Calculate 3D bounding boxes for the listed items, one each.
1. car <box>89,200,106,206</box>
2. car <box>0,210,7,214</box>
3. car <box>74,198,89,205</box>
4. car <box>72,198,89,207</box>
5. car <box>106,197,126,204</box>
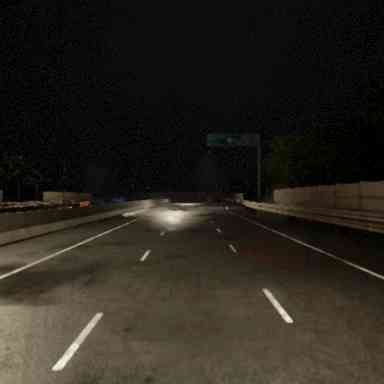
[{"bbox_3d":[-17.520,2.307,63.286,1.994,1.385,4.181,0,-1,0],"label":"car"},{"bbox_3d":[-14.103,1.783,22.224,1.812,1.442,4.674,0,-1,0],"label":"car"},{"bbox_3d":[-23.877,2.089,71.766,1.994,1.385,4.181,0,-1,-3],"label":"car"},{"bbox_3d":[-21.017,2.095,63.212,2.097,1.767,4.553,0,-1,0],"label":"car"},{"bbox_3d":[-14.020,1.970,62.896,2.150,2.045,5.566,0,0,0],"label":"car"}]
